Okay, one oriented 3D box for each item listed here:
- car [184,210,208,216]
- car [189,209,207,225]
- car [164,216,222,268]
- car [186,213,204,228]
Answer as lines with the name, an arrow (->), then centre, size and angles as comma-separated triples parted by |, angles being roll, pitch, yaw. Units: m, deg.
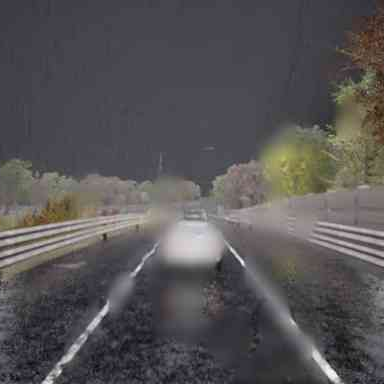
car -> 0.127, 2.287, 24.653 | 2.128, 1.511, 4.902 | 0, -3, 1
car -> 0.906, 3.458, 45.485 | 2.150, 2.045, 5.566 | 0, -4, 3
car -> 0.042, 1.774, 12.008 | 1.812, 1.442, 4.674 | 0, -2, 0
car -> 0.374, 2.964, 34.670 | 1.812, 1.442, 4.674 | 0, -4, 2
